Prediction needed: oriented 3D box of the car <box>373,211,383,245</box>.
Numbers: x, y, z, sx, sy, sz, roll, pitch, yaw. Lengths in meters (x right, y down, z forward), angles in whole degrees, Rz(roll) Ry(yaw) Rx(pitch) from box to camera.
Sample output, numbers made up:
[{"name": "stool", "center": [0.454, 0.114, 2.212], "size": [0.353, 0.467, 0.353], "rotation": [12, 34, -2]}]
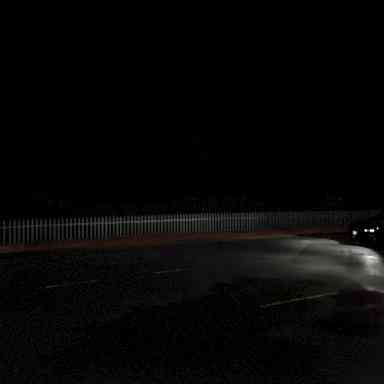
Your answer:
[{"name": "car", "center": [9.419, 1.221, 11.311], "size": [5.566, 2.045, 2.150], "rotation": [0, 0, -13]}]

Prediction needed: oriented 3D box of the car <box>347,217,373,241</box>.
[{"name": "car", "center": [9.344, 1.505, 14.744], "size": [4.892, 1.490, 1.837], "rotation": [0, -1, -12]}]
